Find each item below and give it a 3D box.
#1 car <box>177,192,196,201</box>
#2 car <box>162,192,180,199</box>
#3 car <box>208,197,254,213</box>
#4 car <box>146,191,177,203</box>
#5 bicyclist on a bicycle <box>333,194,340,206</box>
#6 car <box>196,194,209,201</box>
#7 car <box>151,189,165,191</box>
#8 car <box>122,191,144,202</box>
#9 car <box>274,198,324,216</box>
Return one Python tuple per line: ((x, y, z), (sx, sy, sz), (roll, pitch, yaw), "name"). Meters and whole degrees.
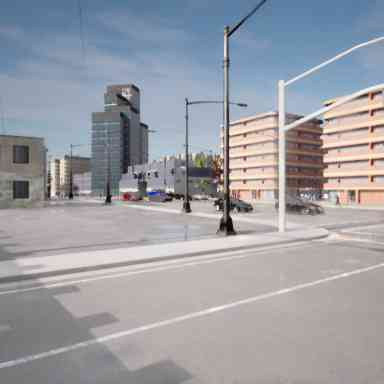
((-1.842, 0.849, 61.459), (1.837, 1.490, 4.892), (0, 1, -34), "car")
((-4.592, 0.647, 71.584), (1.994, 1.385, 4.181), (0, 1, -34), "car")
((4.141, 1.305, 33.829), (1.837, 1.490, 4.892), (0, 1, -34), "car")
((-5.031, 0.979, 53.493), (2.033, 1.411, 5.357), (0, 1, -34), "car")
((20.042, 1.078, 45.989), (1.656, 1.620, 0.582), (0, 1, -34), "bicyclist on a bicycle")
((1.042, 0.945, 63.344), (1.895, 1.301, 4.718), (0, 1, -34), "car")
((-7.497, 0.321, 69.631), (2.150, 2.045, 5.566), (0, 1, -34), "car")
((-9.615, 0.730, 54.030), (2.097, 1.767, 4.553), (0, 1, -34), "car")
((10.023, 1.357, 31.427), (2.128, 1.511, 4.902), (0, 1, -34), "car")
